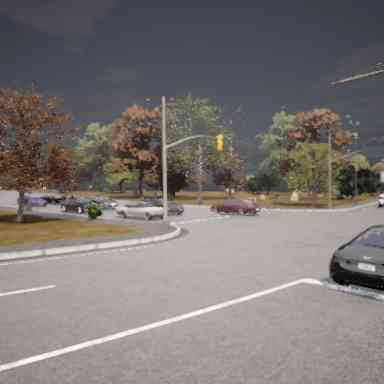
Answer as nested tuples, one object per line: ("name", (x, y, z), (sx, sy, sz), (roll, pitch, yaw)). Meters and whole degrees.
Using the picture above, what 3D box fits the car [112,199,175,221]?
("car", (-3.902, 1.462, 26.362), (4.718, 1.301, 1.895), (0, 1, 40))

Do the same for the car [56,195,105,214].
("car", (-10.874, 1.244, 32.272), (4.892, 1.490, 1.837), (2, 2, 40))

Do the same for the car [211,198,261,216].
("car", (3.775, 1.273, 29.207), (4.674, 1.442, 1.812), (0, 1, 44))

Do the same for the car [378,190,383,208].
("car", (22.074, 0.623, 36.618), (2.150, 2.045, 5.566), (0, 1, 38))

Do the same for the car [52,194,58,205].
("car", (-17.661, 0.914, 42.623), (4.718, 1.301, 1.895), (3, 3, 40))

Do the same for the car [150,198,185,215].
("car", (-2.777, 1.295, 29.994), (4.892, 1.490, 1.837), (1, 1, 40))

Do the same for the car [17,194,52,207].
("car", (-18.728, 0.962, 38.934), (4.674, 1.442, 1.812), (3, 3, 40))

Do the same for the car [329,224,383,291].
("car", (5.200, 1.502, 8.238), (4.181, 1.385, 1.994), (-1, 1, -40))

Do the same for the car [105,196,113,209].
("car", (-9.977, 1.131, 36.098), (4.902, 1.511, 2.128), (2, 2, 40))
